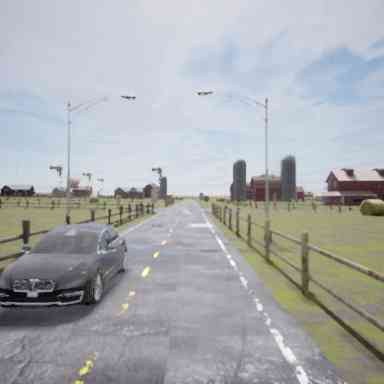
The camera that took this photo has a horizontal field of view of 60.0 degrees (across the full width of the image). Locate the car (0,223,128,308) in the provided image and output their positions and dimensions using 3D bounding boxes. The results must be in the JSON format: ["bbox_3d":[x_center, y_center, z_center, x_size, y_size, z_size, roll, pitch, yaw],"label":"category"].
[{"bbox_3d":[-2.851,1.613,8.375,1.837,1.490,4.892,0,-1,0],"label":"car"}]
